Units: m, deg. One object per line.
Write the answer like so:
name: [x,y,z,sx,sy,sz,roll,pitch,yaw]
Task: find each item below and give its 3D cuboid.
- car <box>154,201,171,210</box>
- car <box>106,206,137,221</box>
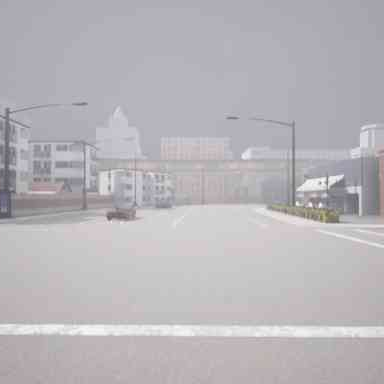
car: [-4.995,2.288,57.115,1.994,1.385,4.181,-1,-1,11]
car: [-6.546,1.979,31.163,1.895,1.301,4.718,0,-1,3]
